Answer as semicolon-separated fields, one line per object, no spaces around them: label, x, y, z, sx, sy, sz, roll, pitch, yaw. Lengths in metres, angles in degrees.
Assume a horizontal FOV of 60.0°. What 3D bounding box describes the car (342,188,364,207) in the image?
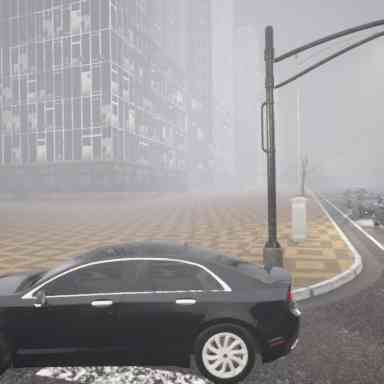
car;13.214;0.453;26.688;2.128;1.511;4.902;-1;2;18

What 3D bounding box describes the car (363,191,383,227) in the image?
car;9.124;0.928;14.345;2.128;1.511;4.902;-1;2;18

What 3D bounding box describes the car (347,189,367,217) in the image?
car;11.197;0.759;20.631;1.994;1.385;4.181;-1;2;17

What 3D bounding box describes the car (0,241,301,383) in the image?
car;-1.002;1.505;4.746;4.892;1.490;1.837;0;0;0
